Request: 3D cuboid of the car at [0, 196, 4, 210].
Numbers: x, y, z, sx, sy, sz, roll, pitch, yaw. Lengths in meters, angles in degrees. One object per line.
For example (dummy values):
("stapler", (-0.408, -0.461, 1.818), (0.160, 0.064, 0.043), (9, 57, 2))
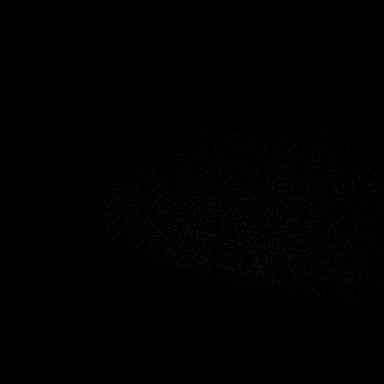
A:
("car", (-17.695, 1.455, 27.574), (2.097, 1.767, 4.553), (0, 0, -11))
